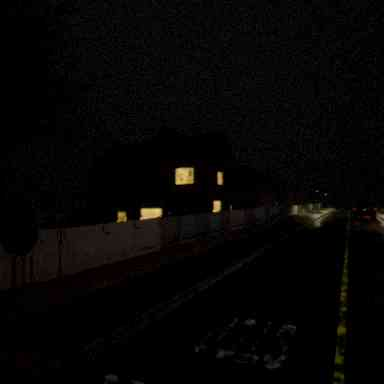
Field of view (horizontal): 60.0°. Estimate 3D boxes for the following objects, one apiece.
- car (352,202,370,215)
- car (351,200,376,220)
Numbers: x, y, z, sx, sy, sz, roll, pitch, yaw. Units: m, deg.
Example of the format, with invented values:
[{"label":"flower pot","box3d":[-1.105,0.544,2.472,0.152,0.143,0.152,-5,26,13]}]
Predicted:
[{"label":"car","box3d":[23.871,2.349,47.046,2.097,1.767,4.553,-2,-2,26]},{"label":"car","box3d":[18.934,1.961,36.680,2.150,2.045,5.566,-2,-2,25]}]
